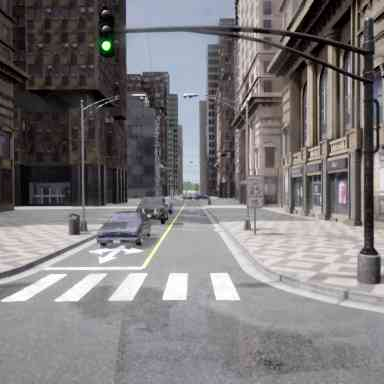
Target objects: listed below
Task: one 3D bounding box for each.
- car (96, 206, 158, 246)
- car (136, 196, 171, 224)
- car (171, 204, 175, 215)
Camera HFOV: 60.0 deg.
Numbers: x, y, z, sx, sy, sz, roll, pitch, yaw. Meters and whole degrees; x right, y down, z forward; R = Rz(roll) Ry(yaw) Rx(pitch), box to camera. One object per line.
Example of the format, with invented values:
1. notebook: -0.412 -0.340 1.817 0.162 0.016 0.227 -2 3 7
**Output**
1. car: -3.096 1.656 16.239 2.033 1.411 5.357 0 0 0
2. car: -3.085 1.368 26.458 2.150 2.045 5.566 0 0 0
3. car: -3.060 1.712 36.789 1.812 1.442 4.674 0 0 0
